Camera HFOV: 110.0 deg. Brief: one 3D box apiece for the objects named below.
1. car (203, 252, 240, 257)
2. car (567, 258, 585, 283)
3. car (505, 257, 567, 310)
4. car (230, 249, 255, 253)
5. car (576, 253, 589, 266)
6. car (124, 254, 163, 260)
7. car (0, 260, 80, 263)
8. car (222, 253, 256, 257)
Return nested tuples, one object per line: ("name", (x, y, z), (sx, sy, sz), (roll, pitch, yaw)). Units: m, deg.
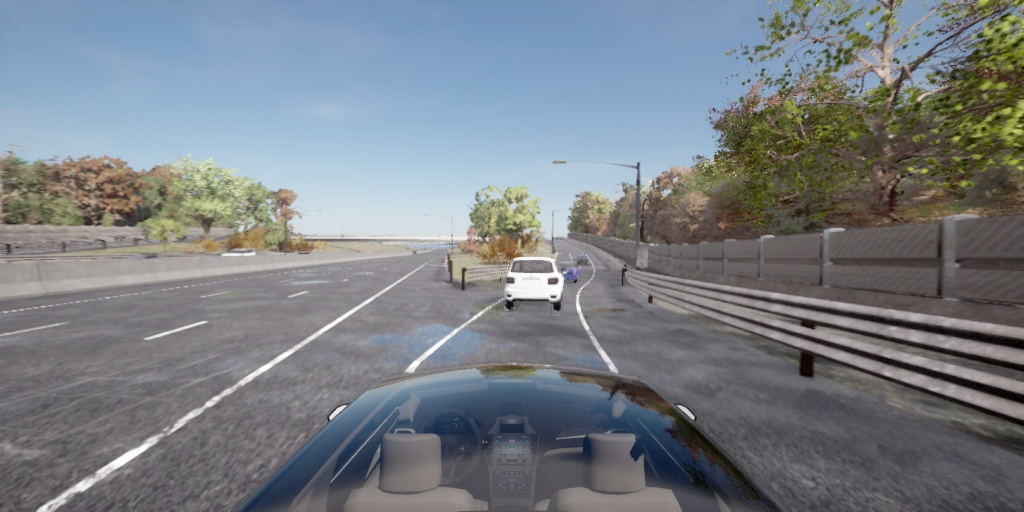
("car", (-33.455, 0.521, 40.088), (2.033, 1.411, 5.357), (0, 1, -10))
("car", (4.720, 1.294, 30.525), (2.097, 1.767, 4.553), (1, 0, 15))
("car", (1.111, 1.064, 15.500), (2.150, 2.045, 5.566), (0, 0, 9))
("car", (-39.023, 0.000, 51.411), (2.150, 2.045, 5.566), (0, 1, -10))
("car", (11.300, 0.744, 57.991), (1.837, 1.490, 4.892), (1, 3, 10))
("car", (-36.138, 0.560, 35.123), (1.812, 1.442, 4.674), (0, 1, -10))
("car", (-26.413, 0.900, 20.532), (1.895, 1.301, 4.718), (0, 1, -10))
("car", (-29.966, 0.586, 40.432), (1.895, 1.301, 4.718), (0, 1, -10))
